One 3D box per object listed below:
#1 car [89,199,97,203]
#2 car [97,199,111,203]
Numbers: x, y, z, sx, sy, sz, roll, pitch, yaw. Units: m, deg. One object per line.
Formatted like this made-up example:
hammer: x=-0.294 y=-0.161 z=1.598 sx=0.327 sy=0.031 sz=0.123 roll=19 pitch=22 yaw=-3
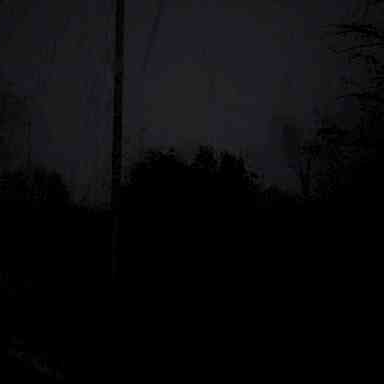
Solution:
car: x=-17.371 y=1.912 z=58.985 sx=1.994 sy=1.385 sz=4.181 roll=2 pitch=-2 yaw=19
car: x=-14.021 y=2.023 z=57.962 sx=1.994 sy=1.385 sz=4.181 roll=2 pitch=-2 yaw=19
